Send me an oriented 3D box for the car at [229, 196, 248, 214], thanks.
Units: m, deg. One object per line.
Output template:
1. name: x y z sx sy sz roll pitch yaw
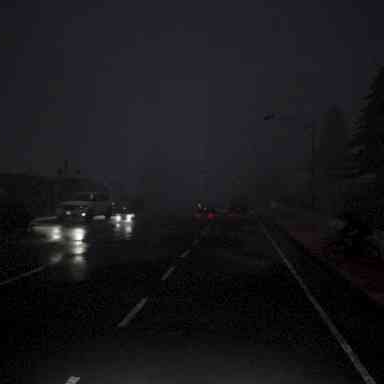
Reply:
1. car: 5.183 1.609 37.139 1.882 1.535 5.008 2 0 8

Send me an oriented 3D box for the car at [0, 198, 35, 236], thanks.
1. car: -8.839 1.085 14.236 2.097 1.767 4.553 2 0 8

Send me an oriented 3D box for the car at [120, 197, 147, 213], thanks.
1. car: -6.026 1.296 33.966 2.128 1.511 4.902 2 0 8

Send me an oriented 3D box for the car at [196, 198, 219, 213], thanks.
1. car: 1.693 1.554 37.681 1.812 1.442 4.674 2 0 7

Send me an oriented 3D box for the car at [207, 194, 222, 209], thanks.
1. car: 3.159 1.543 47.903 1.882 1.535 5.008 2 0 8

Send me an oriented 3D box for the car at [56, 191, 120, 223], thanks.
1. car: -7.465 0.989 23.907 2.150 2.045 5.566 2 0 8

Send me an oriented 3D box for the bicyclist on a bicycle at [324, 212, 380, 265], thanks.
1. bicyclist on a bicycle: 4.954 1.440 10.272 1.656 1.620 0.582 3 0 8
